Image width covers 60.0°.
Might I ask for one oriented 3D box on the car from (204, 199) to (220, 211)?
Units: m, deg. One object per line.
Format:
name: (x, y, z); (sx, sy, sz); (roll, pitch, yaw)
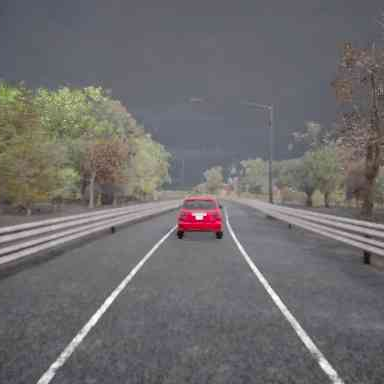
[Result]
car: (2.756, 1.734, 44.126); (1.994, 1.385, 4.181); (0, 0, 5)

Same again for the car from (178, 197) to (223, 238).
car: (0.505, 1.282, 18.167); (2.150, 2.045, 5.566); (0, 0, 4)
